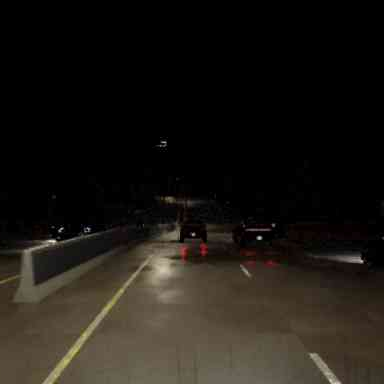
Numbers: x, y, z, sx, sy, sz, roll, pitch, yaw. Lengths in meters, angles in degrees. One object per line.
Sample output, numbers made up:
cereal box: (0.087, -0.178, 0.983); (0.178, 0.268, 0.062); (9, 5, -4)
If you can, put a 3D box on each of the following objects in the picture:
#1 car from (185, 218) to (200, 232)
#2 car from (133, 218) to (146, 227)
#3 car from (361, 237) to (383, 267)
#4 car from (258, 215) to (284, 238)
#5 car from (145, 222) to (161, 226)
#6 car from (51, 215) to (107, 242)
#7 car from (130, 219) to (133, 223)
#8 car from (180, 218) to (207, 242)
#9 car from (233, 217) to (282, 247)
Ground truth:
car: (0.087, 4.887, 49.300); (2.150, 2.045, 5.566); (0, -5, 0)
car: (-10.518, 6.787, 69.810); (2.097, 1.767, 4.553); (0, -4, 0)
car: (7.097, 1.859, 10.346); (1.994, 1.385, 4.181); (0, -3, 0)
car: (7.092, 3.231, 31.564); (2.150, 2.045, 5.566); (0, -5, 0)
car: (-7.025, 6.498, 63.570); (2.128, 1.511, 4.902); (0, -5, 0)
car: (-7.101, 2.461, 21.936); (2.097, 1.767, 4.553); (0, -5, 0)
car: (-14.022, 7.145, 81.885); (1.812, 1.442, 4.674); (0, -1, 0)
car: (0.094, 2.852, 24.344); (1.812, 1.442, 4.674); (0, -5, 0)
car: (3.595, 2.435, 20.136); (2.128, 1.511, 4.902); (0, -5, 0)
